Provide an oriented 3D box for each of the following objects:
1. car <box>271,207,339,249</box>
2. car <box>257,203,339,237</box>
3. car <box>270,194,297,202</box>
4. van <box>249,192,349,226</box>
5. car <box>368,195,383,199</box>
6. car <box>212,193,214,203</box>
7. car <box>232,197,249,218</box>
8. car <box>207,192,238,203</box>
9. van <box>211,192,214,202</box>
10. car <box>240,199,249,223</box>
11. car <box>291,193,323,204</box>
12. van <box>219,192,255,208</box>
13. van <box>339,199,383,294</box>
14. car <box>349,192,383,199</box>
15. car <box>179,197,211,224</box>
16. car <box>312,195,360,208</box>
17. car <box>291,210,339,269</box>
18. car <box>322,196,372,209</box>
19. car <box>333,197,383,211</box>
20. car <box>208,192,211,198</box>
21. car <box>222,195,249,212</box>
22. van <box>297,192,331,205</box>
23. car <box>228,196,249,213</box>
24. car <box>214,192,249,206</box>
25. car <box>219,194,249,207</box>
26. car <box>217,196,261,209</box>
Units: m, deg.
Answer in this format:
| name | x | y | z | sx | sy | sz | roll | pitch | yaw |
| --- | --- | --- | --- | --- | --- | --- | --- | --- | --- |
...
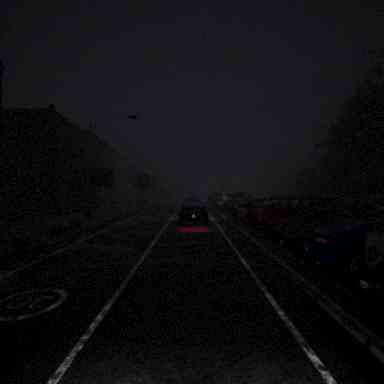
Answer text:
| name | x | y | z | sx | sy | sz | roll | pitch | yaw |
| --- | --- | --- | --- | --- | --- | --- | --- | --- | --- |
| car | 5.616 | 1.427 | 12.037 | 4.792 | 1.488 | 2.163 | 0 | 0 | 0 |
| car | 5.612 | 1.409 | 14.840 | 4.792 | 1.488 | 2.163 | 0 | 0 | 0 |
| car | 18.679 | 1.222 | 68.045 | 5.008 | 1.535 | 2.097 | 0 | 0 | 0 |
| van | 5.521 | 1.135 | 17.641 | 4.442 | 1.987 | 1.878 | 0 | 0 | 0 |
| car | 18.697 | 1.294 | 29.058 | 5.008 | 1.535 | 2.097 | 0 | 0 | 0 |
| car | 5.597 | 1.234 | 45.672 | 4.892 | 1.521 | 2.231 | 0 | 0 | 0 |
| car | 5.816 | 1.322 | 23.250 | 5.366 | 1.575 | 1.946 | 0 | 0 | 0 |
| car | 5.630 | 0.955 | 62.491 | 5.566 | 2.045 | 2.435 | 0 | 0 | 0 |
| van | 5.485 | 0.998 | 48.475 | 4.442 | 1.987 | 1.878 | 0 | 0 | 0 |
| car | 5.663 | 1.373 | 20.446 | 4.792 | 1.488 | 2.163 | 0 | 0 | 0 |
| car | 18.647 | 1.084 | 54.122 | 4.553 | 1.767 | 2.185 | 0 | 0 | 0 |
| van | 5.722 | 1.016 | 42.869 | 4.442 | 1.987 | 1.878 | 0 | 0 | 0 |
| van | 5.536 | 1.208 | 6.428 | 4.442 | 1.987 | 1.878 | 0 | 0 | 0 |
| car | 18.671 | 1.030 | 31.844 | 5.566 | 2.045 | 2.435 | 0 | 0 | 0 |
| car | 0.102 | 1.334 | 23.161 | 1.882 | 1.535 | 5.008 | 0 | 0 | 0 |
| car | 18.500 | 1.240 | 42.984 | 5.366 | 1.575 | 1.946 | 0 | 0 | 0 |
| car | 5.643 | 1.415 | 9.233 | 5.008 | 1.535 | 2.097 | 0 | 0 | 0 |
| car | 18.683 | 1.252 | 40.198 | 5.008 | 1.535 | 2.097 | 0 | 0 | 0 |
| car | 18.663 | 1.291 | 37.413 | 4.792 | 1.488 | 2.163 | 0 | 0 | 0 |
| car | 5.627 | 0.958 | 54.080 | 5.566 | 2.045 | 2.435 | 0 | 0 | 0 |
| car | 5.591 | 1.310 | 31.657 | 4.792 | 1.488 | 2.163 | 0 | 0 | 0 |
| van | 18.795 | 0.990 | 51.341 | 4.442 | 1.987 | 1.878 | 0 | 0 | 0 |
| car | 5.622 | 1.308 | 26.049 | 5.008 | 1.535 | 2.097 | 0 | 0 | 0 |
| car | 5.641 | 1.009 | 37.261 | 5.566 | 2.045 | 2.435 | 0 | 0 | 0 |
| car | 5.612 | 1.271 | 34.455 | 4.892 | 1.521 | 2.231 | 0 | 0 | 0 |
| car | 5.604 | 1.251 | 40.066 | 5.008 | 1.535 | 2.097 | 0 | 0 | 0 |
